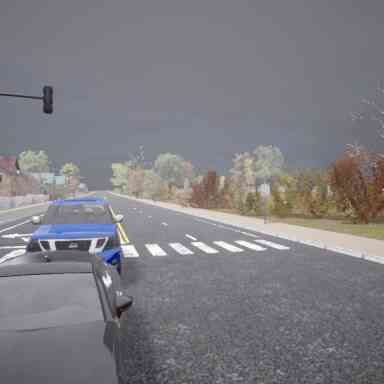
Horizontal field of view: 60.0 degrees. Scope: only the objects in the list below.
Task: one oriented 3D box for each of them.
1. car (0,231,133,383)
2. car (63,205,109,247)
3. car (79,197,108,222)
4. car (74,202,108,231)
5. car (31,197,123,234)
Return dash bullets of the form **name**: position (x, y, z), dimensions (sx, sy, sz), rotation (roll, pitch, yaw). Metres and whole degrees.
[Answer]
- **car**: position (-1.724, 1.525, 3.920), dimensions (1.812, 1.442, 4.674), rotation (0, 0, -13)
- **car**: position (-5.001, 1.502, 16.087), dimensions (1.837, 1.490, 4.892), rotation (0, 0, -15)
- **car**: position (-8.111, 1.343, 27.571), dimensions (2.097, 1.767, 4.553), rotation (0, 0, -15)
- **car**: position (-6.560, 1.472, 21.835), dimensions (1.882, 1.535, 5.008), rotation (0, 0, -15)
- **car**: position (-3.354, 1.220, 10.012), dimensions (2.150, 2.045, 5.566), rotation (0, 0, -15)
